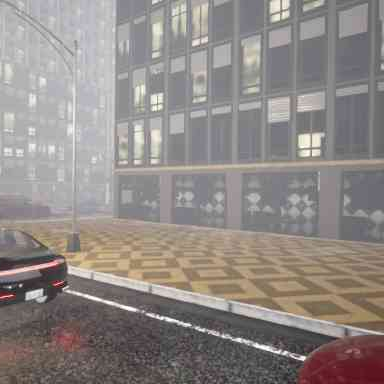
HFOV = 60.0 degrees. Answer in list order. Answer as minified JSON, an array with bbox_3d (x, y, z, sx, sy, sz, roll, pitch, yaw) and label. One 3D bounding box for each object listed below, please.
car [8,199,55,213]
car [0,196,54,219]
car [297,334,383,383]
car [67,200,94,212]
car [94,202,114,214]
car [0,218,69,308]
[{"bbox_3d":[-19.091,1.641,39.849,1.752,1.417,4.829,1,0,36],"label":"car"},{"bbox_3d":[-15.577,1.518,30.480,2.192,1.841,5.009,1,0,36],"label":"car"},{"bbox_3d":[2.892,1.526,1.634,4.674,1.442,1.812,0,0,35],"label":"car"},{"bbox_3d":[-13.821,1.768,42.644,1.994,1.385,4.181,1,0,36],"label":"car"},{"bbox_3d":[-8.796,1.828,39.704,1.752,1.417,4.829,1,0,36],"label":"car"},{"bbox_3d":[-4.595,1.488,6.934,4.902,1.511,2.128,0,0,35],"label":"car"}]
